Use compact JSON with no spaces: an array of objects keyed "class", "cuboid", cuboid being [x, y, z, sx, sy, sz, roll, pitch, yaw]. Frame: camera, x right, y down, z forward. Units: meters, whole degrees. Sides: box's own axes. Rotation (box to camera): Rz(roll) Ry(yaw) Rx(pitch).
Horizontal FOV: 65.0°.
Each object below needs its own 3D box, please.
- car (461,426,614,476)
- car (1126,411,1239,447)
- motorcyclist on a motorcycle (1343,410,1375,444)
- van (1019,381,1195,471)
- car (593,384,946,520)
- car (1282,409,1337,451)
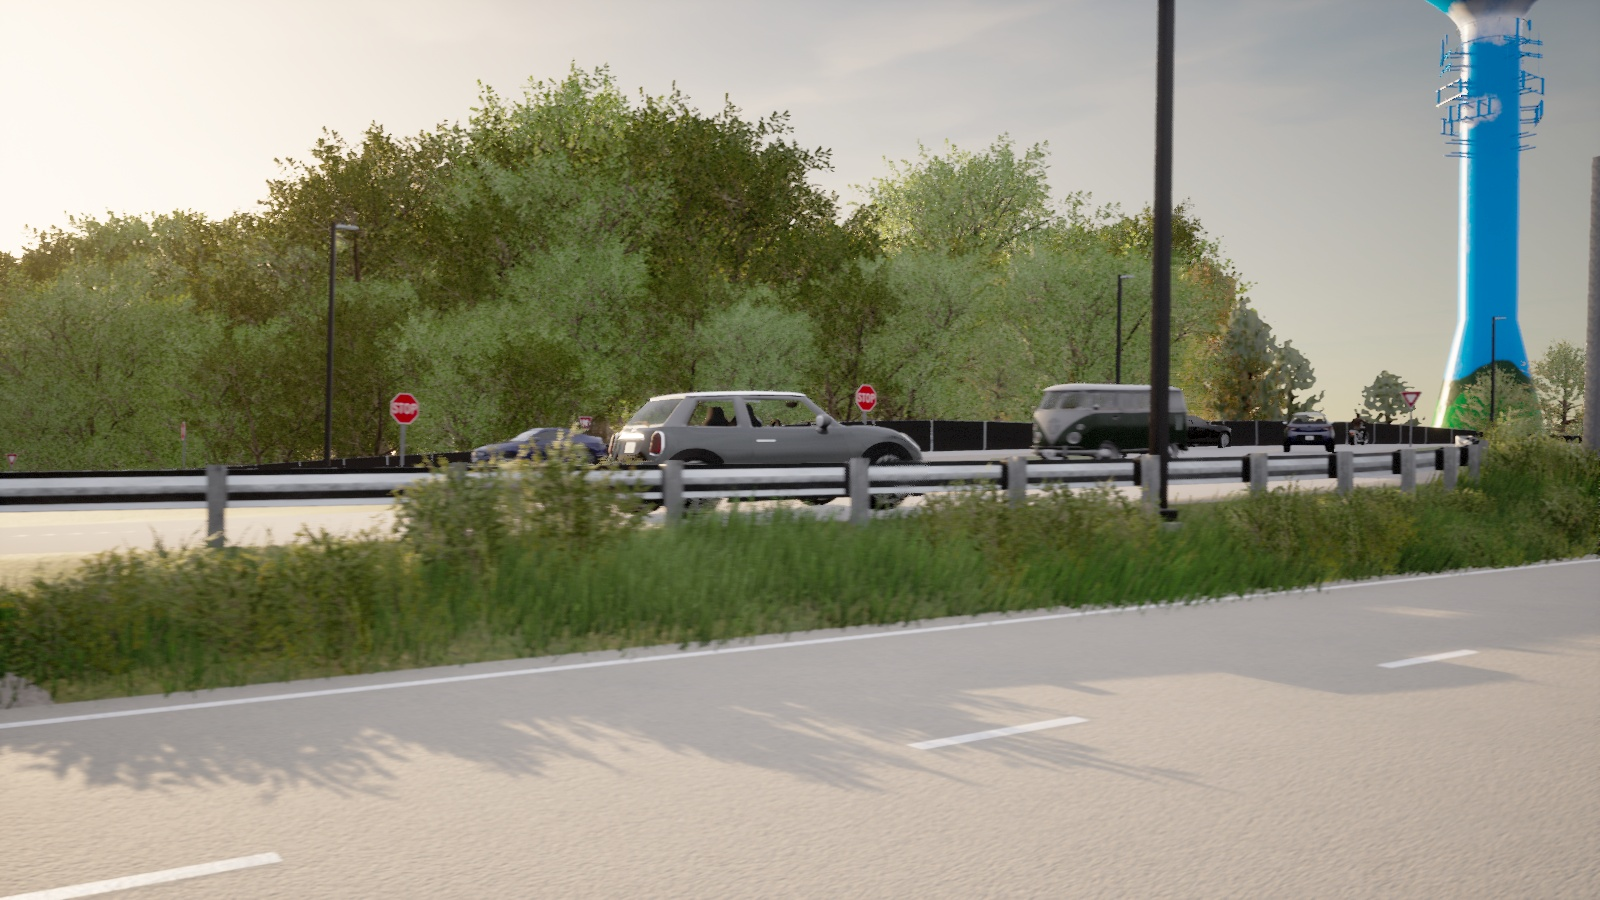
[{"class":"car","cuboid":[-8.820,0.009,42.434,4.674,1.442,1.812,-3,2,-39]},{"class":"car","cuboid":[16.909,-0.921,55.465,5.008,1.535,1.882,-1,1,-30]},{"class":"motorcyclist on a motorcycle","cuboid":[27.454,-1.130,61.641,0.766,1.649,2.350,0,1,41]},{"class":"van","cuboid":[7.367,-0.609,29.907,4.442,1.987,1.775,-2,2,-40]},{"class":"car","cuboid":[-0.365,-0.015,15.375,3.806,1.475,1.970,-2,0,-29]},{"class":"car","cuboid":[18.920,-0.746,46.776,1.816,1.474,4.193,0,1,21]}]
